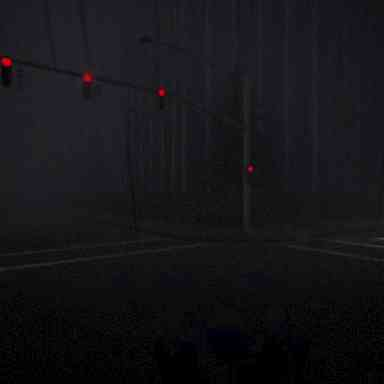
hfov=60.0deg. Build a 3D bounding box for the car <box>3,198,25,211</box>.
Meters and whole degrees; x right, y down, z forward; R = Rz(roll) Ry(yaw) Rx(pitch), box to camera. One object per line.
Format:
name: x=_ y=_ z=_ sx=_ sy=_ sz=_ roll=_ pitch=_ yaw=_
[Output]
car: x=-21.850 y=1.475 z=40.866 sx=1.837 sy=1.490 sz=4.892 roll=0 pitch=0 yaw=-37
